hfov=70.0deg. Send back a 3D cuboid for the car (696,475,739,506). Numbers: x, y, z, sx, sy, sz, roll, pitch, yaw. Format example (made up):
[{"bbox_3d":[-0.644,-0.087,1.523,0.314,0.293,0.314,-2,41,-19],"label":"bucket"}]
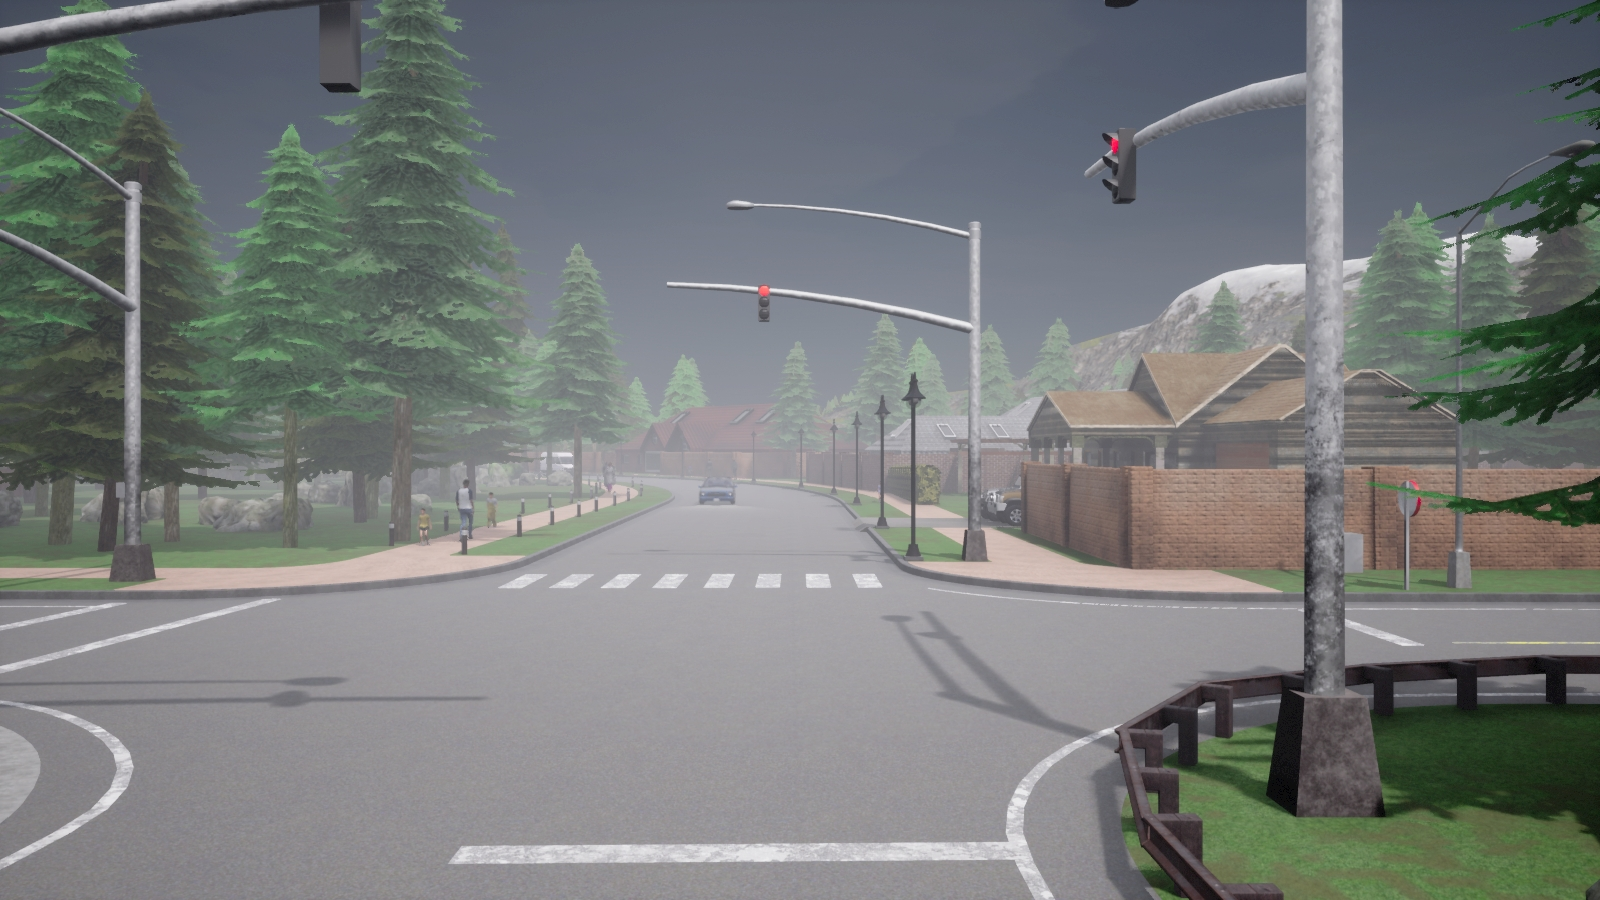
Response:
[{"bbox_3d":[-4.214,2.072,59.020,2.033,1.411,5.357,0,0,-2],"label":"car"}]

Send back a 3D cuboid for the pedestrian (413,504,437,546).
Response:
[{"bbox_3d":[-10.199,2.044,31.087,0.500,1.100,0.500,0,0,-3],"label":"pedestrian"}]

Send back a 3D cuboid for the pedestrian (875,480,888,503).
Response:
[{"bbox_3d":[4.006,2.046,56.419,0.500,1.100,0.500,0,0,-15],"label":"pedestrian"}]

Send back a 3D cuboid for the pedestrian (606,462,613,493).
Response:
[{"bbox_3d":[-11.502,1.664,69.029,0.375,1.860,0.375,0,0,-12],"label":"pedestrian"}]

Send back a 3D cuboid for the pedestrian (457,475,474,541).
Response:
[{"bbox_3d":[-9.600,1.664,32.787,0.375,1.860,0.375,0,0,6],"label":"pedestrian"}]

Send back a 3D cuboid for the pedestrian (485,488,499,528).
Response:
[{"bbox_3d":[-10.320,1.943,38.257,0.375,1.300,0.375,0,0,-1],"label":"pedestrian"}]
